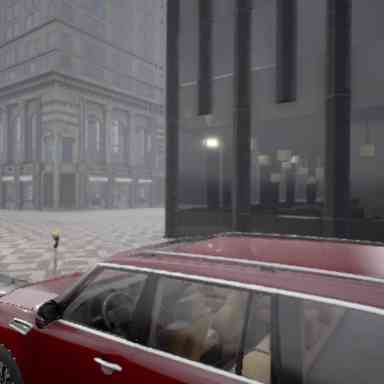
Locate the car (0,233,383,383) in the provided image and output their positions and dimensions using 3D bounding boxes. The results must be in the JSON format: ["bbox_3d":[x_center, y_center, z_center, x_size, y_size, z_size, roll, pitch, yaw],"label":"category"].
[{"bbox_3d":[0.078,1.321,2.924,5.009,1.841,2.192,0,1,36],"label":"car"}]
